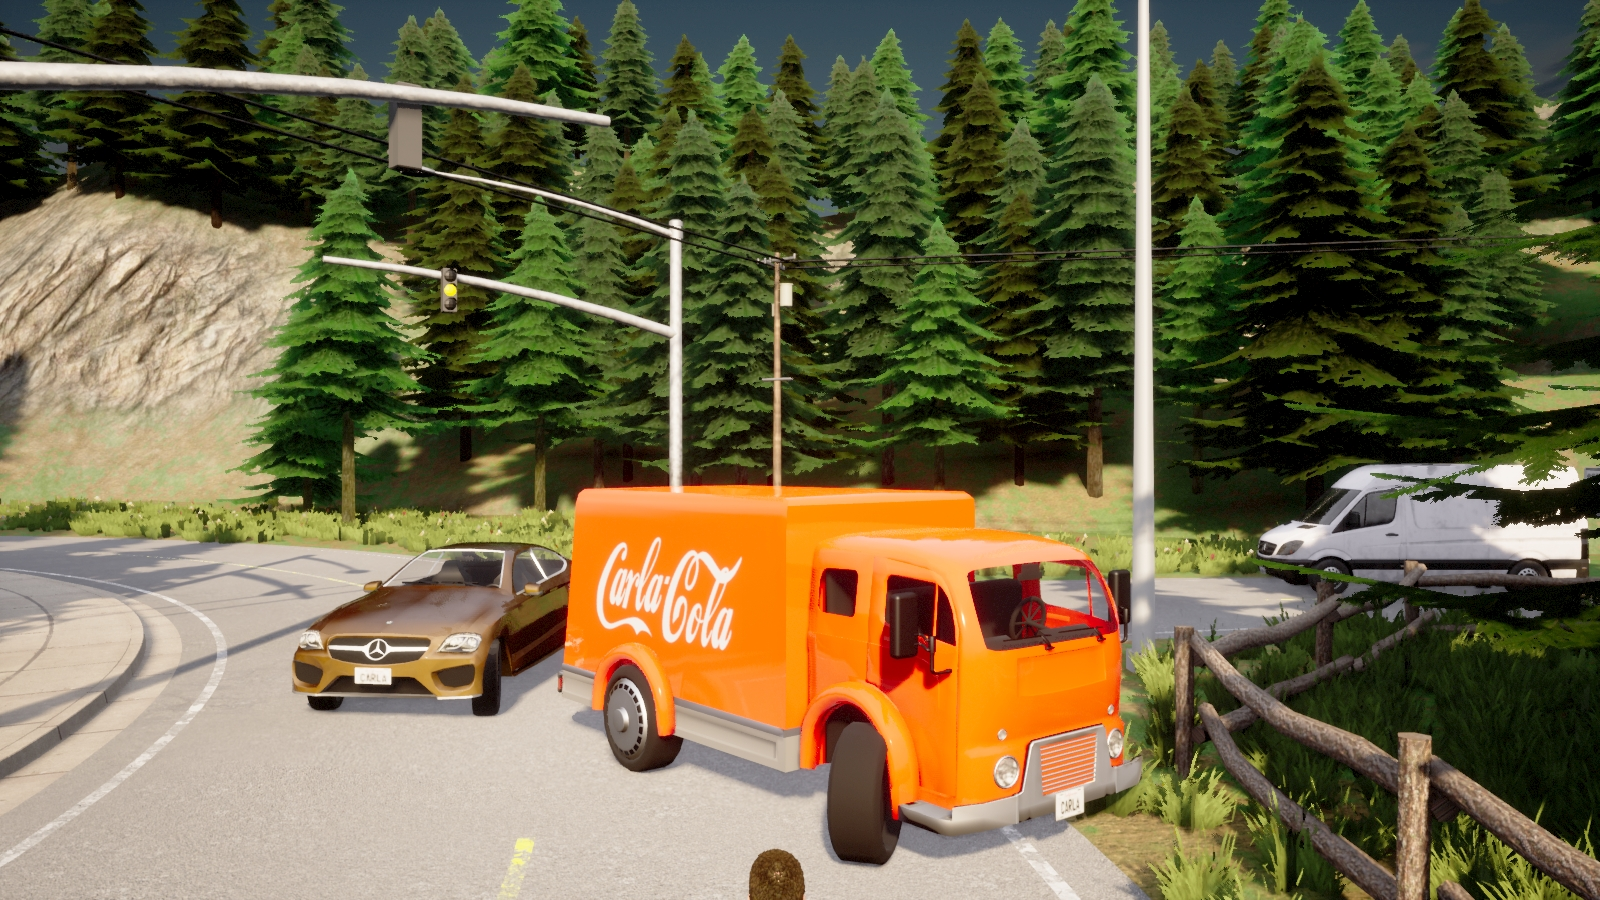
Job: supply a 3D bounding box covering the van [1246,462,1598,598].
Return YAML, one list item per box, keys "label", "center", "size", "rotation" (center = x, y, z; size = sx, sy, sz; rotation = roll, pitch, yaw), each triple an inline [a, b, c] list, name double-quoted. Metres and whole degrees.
- label: "van"
  center: [12.302, 1.534, 22.944]
  size: [5.915, 2.561, 1.988]
  rotation: [0, 0, 4]

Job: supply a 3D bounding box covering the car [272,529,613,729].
- label: "car"
  center: [-4.038, 1.970, 14.038]
  size: [2.152, 1.651, 5.027]
  rotation: [0, 0, 6]

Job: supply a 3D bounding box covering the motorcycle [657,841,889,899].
- label: "motorcycle"
  center: [-0.074, 2.159, 3.526]
  size: [0.803, 1.199, 2.033]
  rotation: [0, 0, -2]

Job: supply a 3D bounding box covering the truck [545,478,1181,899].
- label: "truck"
  center: [0.202, 1.542, 9.769]
  size: [2.627, 2.467, 5.204]
  rotation: [0, 0, -39]
